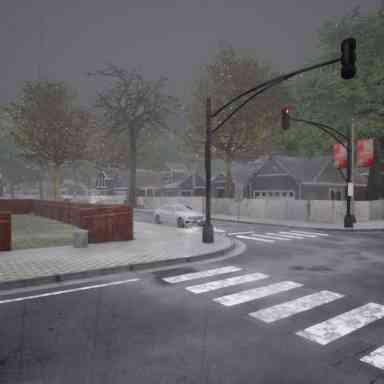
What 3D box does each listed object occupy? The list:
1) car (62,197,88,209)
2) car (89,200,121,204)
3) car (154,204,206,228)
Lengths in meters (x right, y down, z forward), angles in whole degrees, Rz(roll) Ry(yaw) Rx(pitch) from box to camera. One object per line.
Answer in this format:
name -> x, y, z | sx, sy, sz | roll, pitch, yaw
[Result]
car -> -15.703, 1.537, 43.419 | 1.882, 1.535, 5.008 | 0, 0, -35
car -> -8.195, 1.515, 32.863 | 1.882, 1.535, 5.008 | 0, -1, -36
car -> -0.933, 1.545, 22.681 | 1.812, 1.442, 4.674 | 0, 0, -36
